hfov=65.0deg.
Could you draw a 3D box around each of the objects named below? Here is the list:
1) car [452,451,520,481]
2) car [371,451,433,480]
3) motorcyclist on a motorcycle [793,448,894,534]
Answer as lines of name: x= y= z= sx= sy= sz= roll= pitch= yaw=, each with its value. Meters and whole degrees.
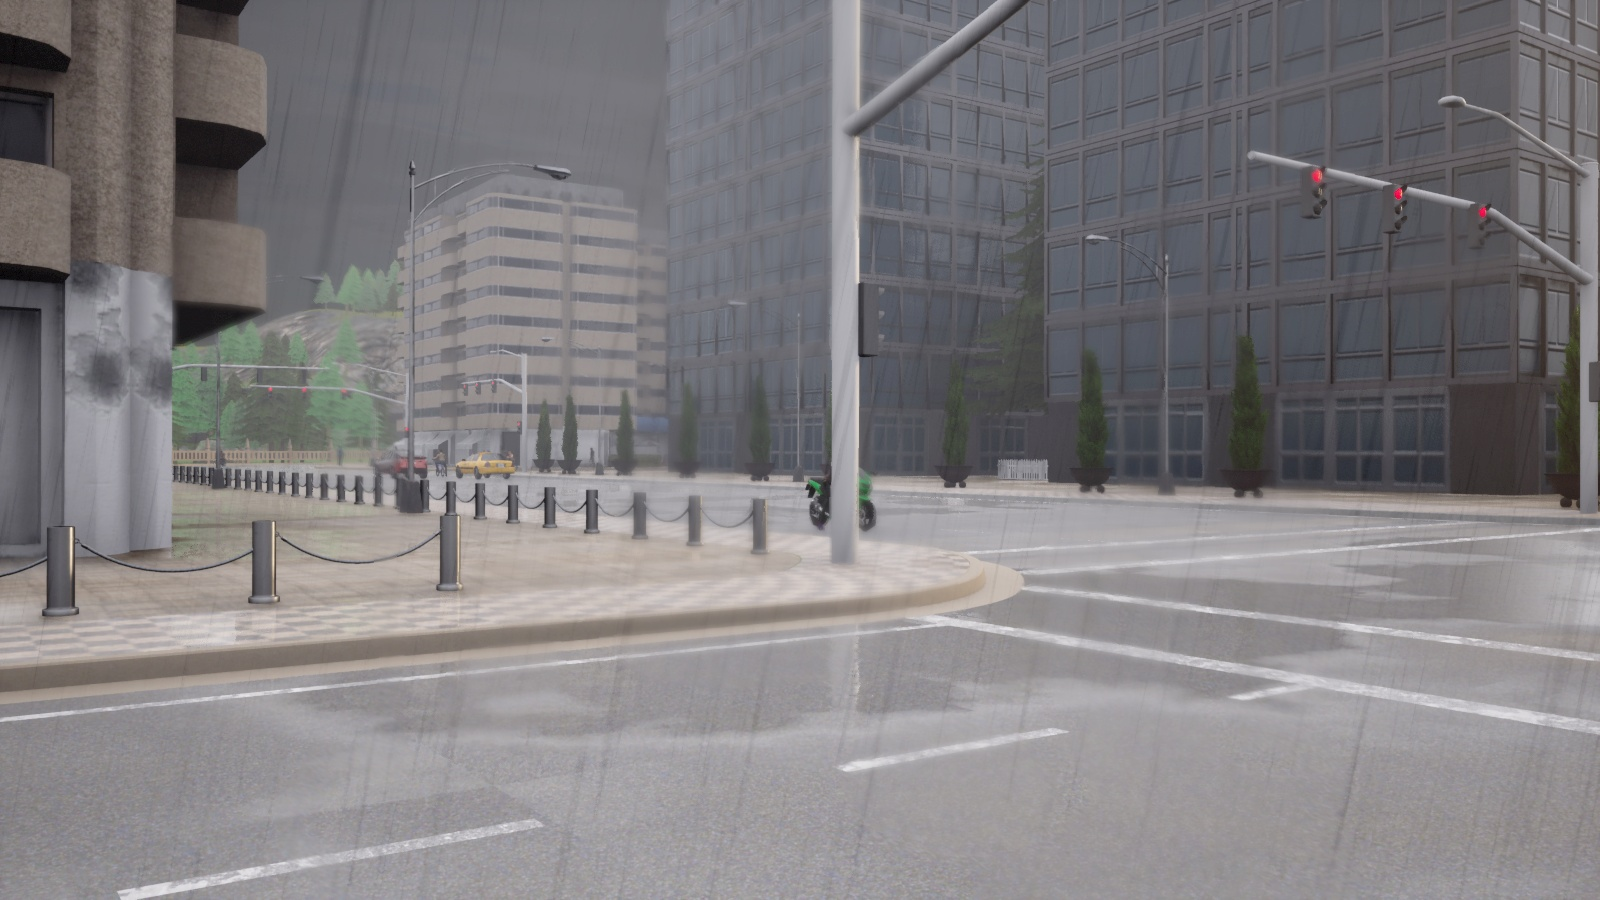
car: x=-17.047 y=0.831 z=67.935 sx=1.801 sy=1.575 sz=5.366 roll=0 pitch=0 yaw=-34
car: x=-21.780 y=0.850 z=68.660 sx=2.007 sy=1.525 sz=4.514 roll=0 pitch=0 yaw=-34
motorcyclist on a motorcycle: x=0.787 y=0.727 z=23.342 sx=0.797 sy=1.523 sz=2.044 roll=0 pitch=0 yaw=-35
